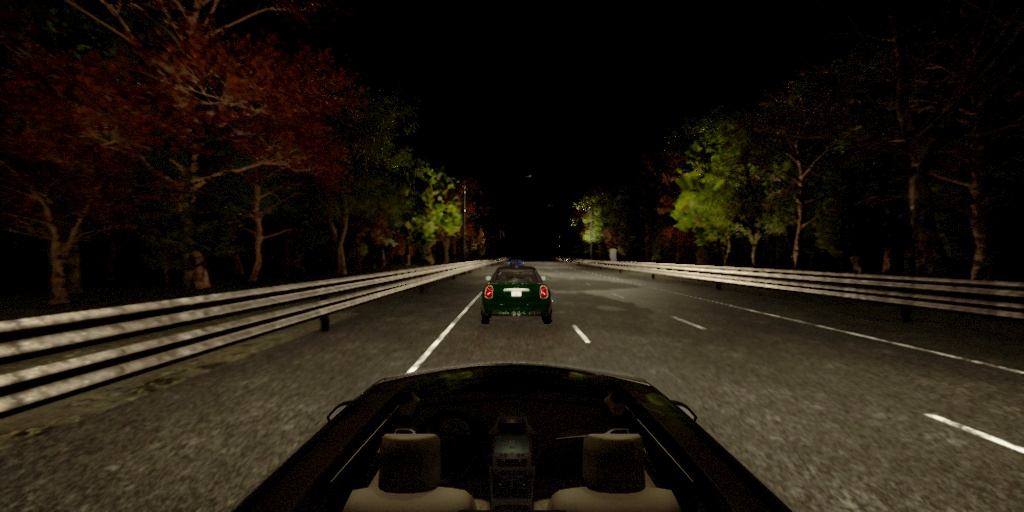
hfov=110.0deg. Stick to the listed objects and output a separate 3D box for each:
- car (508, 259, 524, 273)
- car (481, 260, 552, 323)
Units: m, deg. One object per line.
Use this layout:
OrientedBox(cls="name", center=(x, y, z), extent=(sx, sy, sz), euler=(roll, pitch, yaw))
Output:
OrientedBox(cls="car", center=(0.555, 1.214, 45.010), extent=(1.882, 1.535, 5.008), euler=(0, 0, 1))
OrientedBox(cls="car", center=(0.136, 1.099, 12.300), extent=(2.097, 1.767, 4.553), euler=(0, 0, 0))
